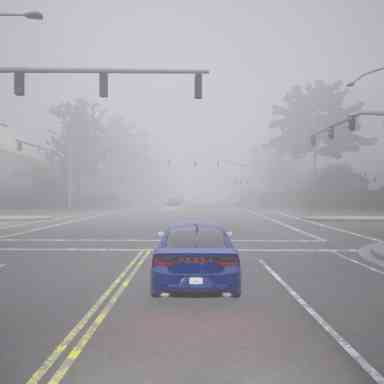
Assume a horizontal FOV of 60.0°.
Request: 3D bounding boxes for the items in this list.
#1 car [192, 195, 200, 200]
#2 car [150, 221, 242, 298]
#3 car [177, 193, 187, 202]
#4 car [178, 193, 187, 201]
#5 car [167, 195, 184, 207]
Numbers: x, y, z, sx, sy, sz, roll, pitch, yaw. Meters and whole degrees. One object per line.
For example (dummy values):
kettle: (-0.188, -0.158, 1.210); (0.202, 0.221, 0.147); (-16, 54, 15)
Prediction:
car: (1.154, 1.549, 92.484); (1.994, 1.385, 4.181); (0, 0, 0)
car: (0.085, 1.478, 8.578); (1.882, 1.535, 5.008); (0, 0, 0)
car: (-2.446, 1.225, 80.624); (2.150, 2.045, 5.566); (0, 0, 0)
car: (-2.535, 1.553, 70.011); (1.994, 1.385, 4.181); (0, 0, 0)
car: (-2.770, 1.564, 51.451); (1.994, 1.385, 4.181); (0, 0, 1)
